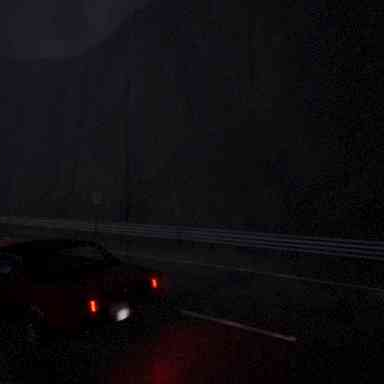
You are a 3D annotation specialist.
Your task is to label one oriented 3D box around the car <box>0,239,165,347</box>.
[{"bbox_3d":[-2.911,1.573,6.259,4.718,1.301,1.895,0,0,33],"label":"car"}]
